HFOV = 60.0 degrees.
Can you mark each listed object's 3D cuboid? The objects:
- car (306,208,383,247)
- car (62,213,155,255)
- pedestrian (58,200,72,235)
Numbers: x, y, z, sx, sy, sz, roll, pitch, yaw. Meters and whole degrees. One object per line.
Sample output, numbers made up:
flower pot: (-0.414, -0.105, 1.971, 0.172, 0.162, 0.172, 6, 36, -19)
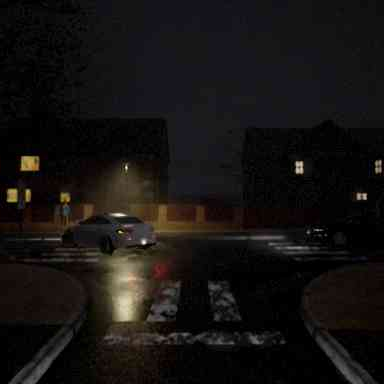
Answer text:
car: (7.422, 1.473, 14.246, 4.892, 1.490, 1.837, -1, -1, 1)
car: (-3.374, 1.565, 13.318, 4.674, 1.442, 1.812, -2, -3, 44)
pedestrian: (-6.665, 1.303, 17.387, 0.375, 1.860, 0.375, 0, -1, 1)
